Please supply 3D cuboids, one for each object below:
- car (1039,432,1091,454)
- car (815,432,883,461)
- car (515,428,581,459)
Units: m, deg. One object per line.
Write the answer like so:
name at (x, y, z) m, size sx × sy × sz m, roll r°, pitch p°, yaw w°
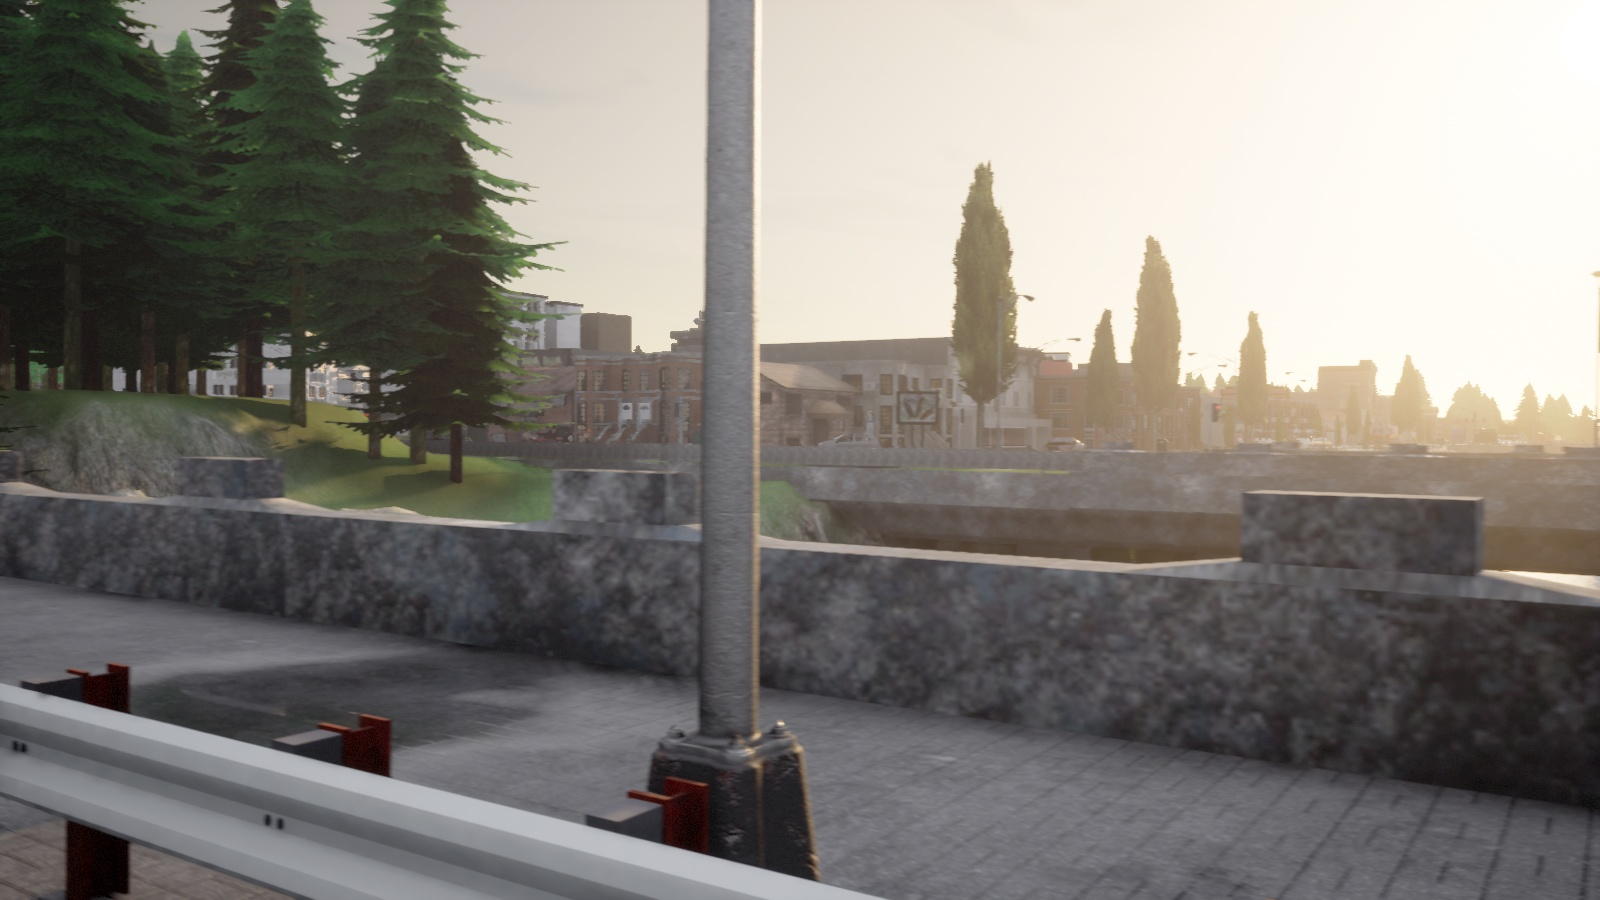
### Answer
car at (17.436, -0.487, 82.517) m, size 1.994 × 1.385 × 4.181 m, roll 0°, pitch 1°, yaw 33°
car at (2.629, -0.201, 67.650) m, size 3.633 × 1.501 × 1.845 m, roll -1°, pitch 1°, yaw 1°
car at (-15.863, -0.404, 79.042) m, size 3.866 × 1.878 × 1.905 m, roll 0°, pitch 1°, yaw 34°
